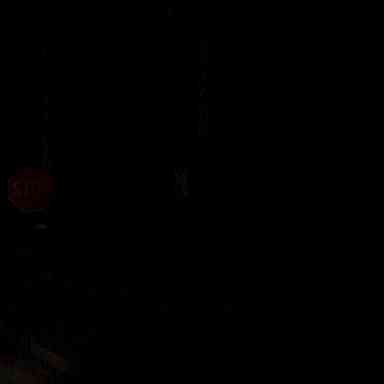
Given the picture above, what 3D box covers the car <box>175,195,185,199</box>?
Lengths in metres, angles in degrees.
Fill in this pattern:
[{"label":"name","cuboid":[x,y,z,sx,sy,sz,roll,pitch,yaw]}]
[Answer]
[{"label":"car","cuboid":[-3.490,1.504,85.830,4.193,1.474,1.816,0,0,37]}]
